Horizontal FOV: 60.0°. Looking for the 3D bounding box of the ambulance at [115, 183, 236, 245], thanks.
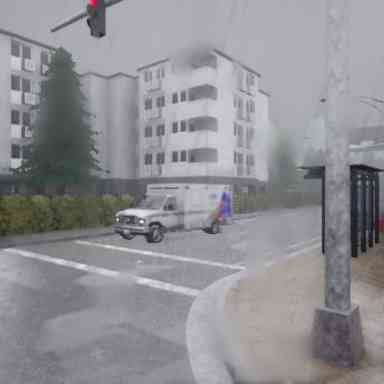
[{"bbox_3d":[-0.560,0.841,15.483,2.351,2.431,6.366,0,0,39],"label":"ambulance"}]
